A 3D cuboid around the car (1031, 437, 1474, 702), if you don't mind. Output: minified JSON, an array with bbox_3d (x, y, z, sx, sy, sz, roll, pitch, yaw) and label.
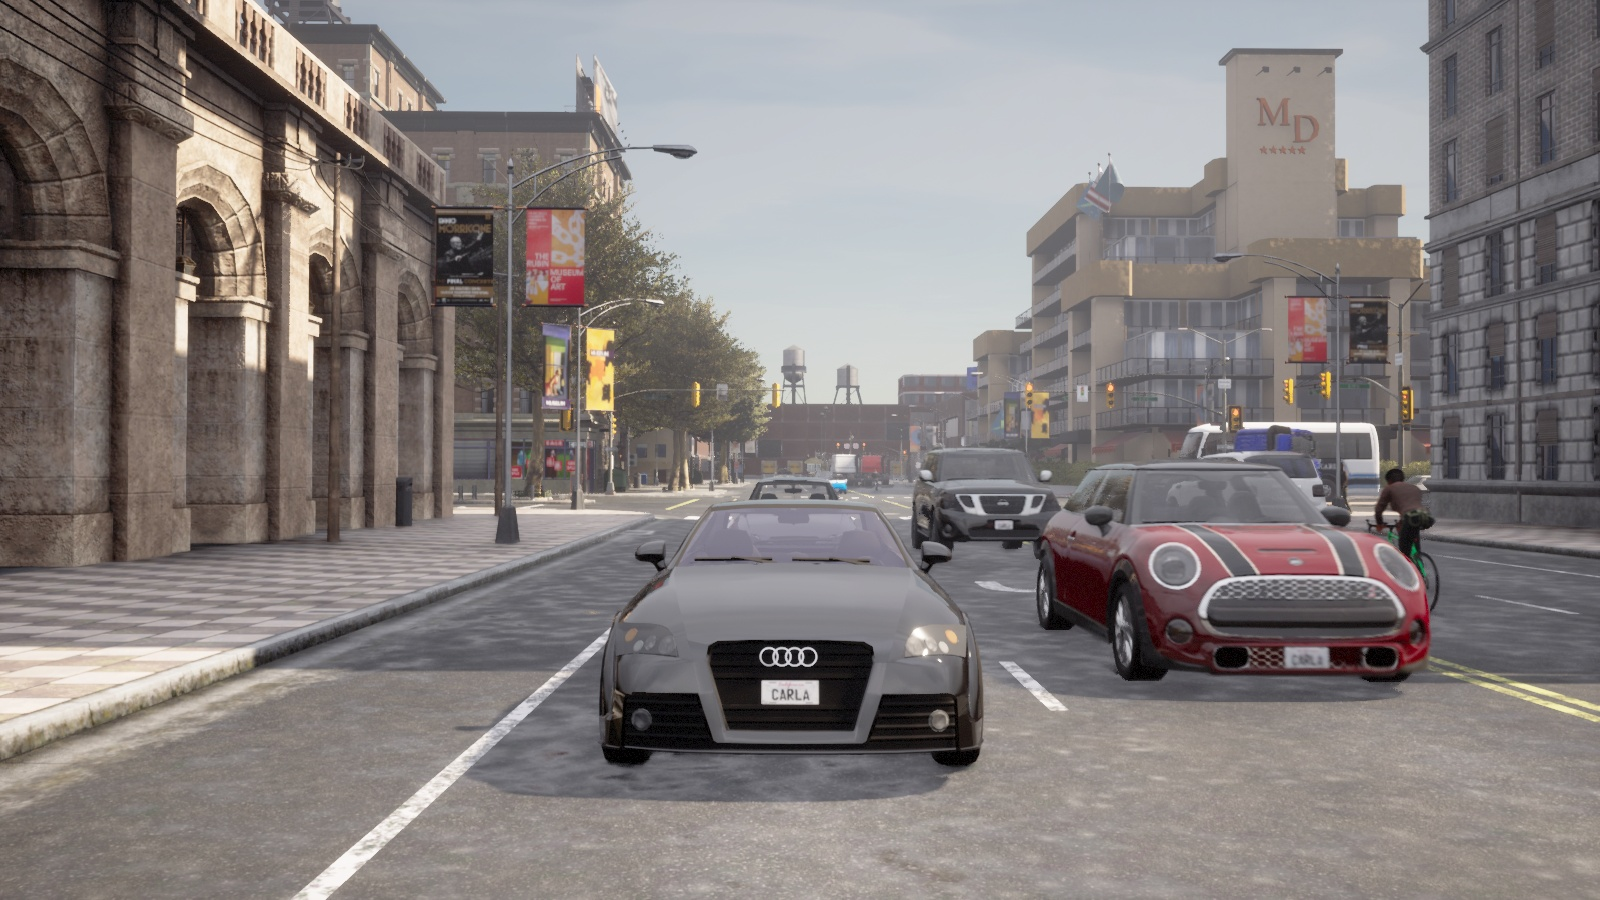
[{"bbox_3d":[3.452,0.839,10.691,2.097,1.767,4.553,0,-1,0],"label":"car"}]

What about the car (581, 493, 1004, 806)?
[{"bbox_3d":[-0.034,1.013,8.025,1.994,1.385,4.181,0,-1,0],"label":"car"}]

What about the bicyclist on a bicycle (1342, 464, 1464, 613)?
[{"bbox_3d":[6.945,0.984,14.542,0.582,1.620,1.656,0,-1,0],"label":"bicyclist on a bicycle"}]

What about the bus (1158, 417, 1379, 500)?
[{"bbox_3d":[24.795,0.461,66.964,10.273,4.253,3.944,0,-1,-1],"label":"bus"}]

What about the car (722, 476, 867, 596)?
[{"bbox_3d":[-0.078,1.128,17.886,1.816,1.474,4.193,0,-1,0],"label":"car"}]

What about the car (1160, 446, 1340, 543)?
[{"bbox_3d":[10.312,0.984,29.326,2.150,2.045,5.566,0,-1,-1],"label":"car"}]

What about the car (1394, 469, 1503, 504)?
[{"bbox_3d":[28.631,1.596,55.509,3.806,1.475,1.970,0,-1,0],"label":"car"}]

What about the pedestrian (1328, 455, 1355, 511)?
[{"bbox_3d":[18.227,1.107,42.255,0.703,1.840,0.431,0,-1,-19],"label":"pedestrian"}]

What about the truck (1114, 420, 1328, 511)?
[{"bbox_3d":[16.834,0.607,50.245,7.936,3.462,2.891,0,-1,-18],"label":"truck"}]

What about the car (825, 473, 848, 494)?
[{"bbox_3d":[2.497,2.303,86.116,1.481,1.376,2.207,0,-1,-1],"label":"car"}]

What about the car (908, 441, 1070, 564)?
[{"bbox_3d":[3.388,0.917,23.683,2.150,2.045,5.566,0,-1,-1],"label":"car"}]
